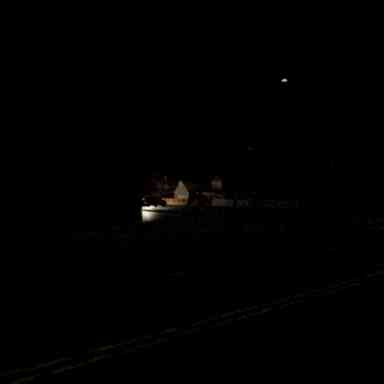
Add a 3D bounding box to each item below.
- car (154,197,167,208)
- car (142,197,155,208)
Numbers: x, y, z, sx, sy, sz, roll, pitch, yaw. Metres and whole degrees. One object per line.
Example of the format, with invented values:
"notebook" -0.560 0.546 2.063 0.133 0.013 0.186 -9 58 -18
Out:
"car" -6.954 1.915 64.153 2.150 2.045 5.566 1 -1 -36
"car" -9.565 2.211 62.213 2.033 1.411 5.357 1 -1 -36
